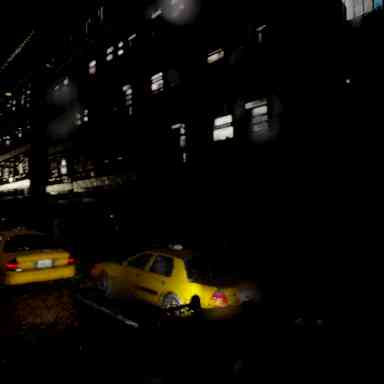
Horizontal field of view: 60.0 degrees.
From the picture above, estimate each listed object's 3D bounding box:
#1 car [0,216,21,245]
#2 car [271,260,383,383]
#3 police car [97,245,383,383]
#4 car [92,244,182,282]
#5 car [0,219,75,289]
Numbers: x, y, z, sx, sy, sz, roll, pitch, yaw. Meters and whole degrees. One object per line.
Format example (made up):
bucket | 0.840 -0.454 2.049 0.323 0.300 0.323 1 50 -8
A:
car | -11.814 2.191 19.579 1.887 1.381 4.507 5 -5 -43
car | 3.287 1.765 3.418 1.887 1.381 4.507 5 -5 -43
police car | 1.391 1.581 2.711 1.930 1.638 5.238 3 -3 -43
car | -0.604 1.853 7.585 1.752 1.417 4.829 5 -5 -43
car | -5.410 1.807 10.158 1.801 1.575 5.366 3 -3 -43
